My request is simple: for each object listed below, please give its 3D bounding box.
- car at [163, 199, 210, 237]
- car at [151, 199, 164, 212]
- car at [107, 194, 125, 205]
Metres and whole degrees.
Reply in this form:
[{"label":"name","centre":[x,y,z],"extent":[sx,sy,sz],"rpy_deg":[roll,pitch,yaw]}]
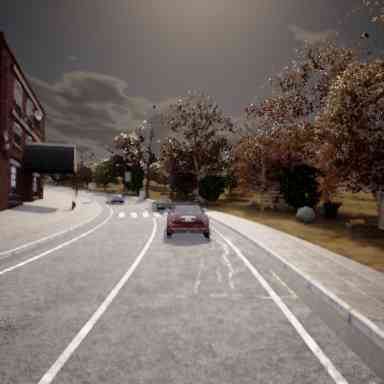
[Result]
[{"label":"car","centre":[-0.325,1.303,17.774],"extent":[2.097,1.767,4.553],"rpy_deg":[0,0,-4]},{"label":"car","centre":[-3.138,1.374,35.276],"extent":[1.895,1.301,4.718],"rpy_deg":[1,1,-14]},{"label":"car","centre":[-10.726,0.976,46.563],"extent":[2.033,1.411,5.357],"rpy_deg":[1,1,-22]}]
